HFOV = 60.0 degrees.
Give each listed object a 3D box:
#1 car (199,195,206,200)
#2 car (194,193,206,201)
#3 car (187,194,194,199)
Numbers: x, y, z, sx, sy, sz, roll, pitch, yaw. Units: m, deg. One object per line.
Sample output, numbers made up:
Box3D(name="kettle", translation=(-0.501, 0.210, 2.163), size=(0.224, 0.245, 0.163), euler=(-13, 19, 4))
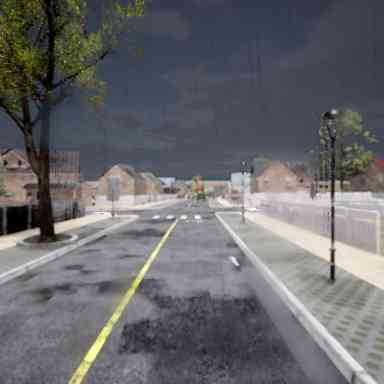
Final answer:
Box3D(name="car", translation=(2.961, 1.557, 94.466), size=(1.895, 1.301, 4.718), euler=(0, 0, 4))
Box3D(name="car", translation=(2.352, 1.265, 84.061), size=(2.150, 2.045, 5.566), euler=(0, 0, 3))
Box3D(name="car", translation=(-0.162, 1.206, 88.349), size=(2.128, 1.511, 4.902), euler=(0, 0, 3))
